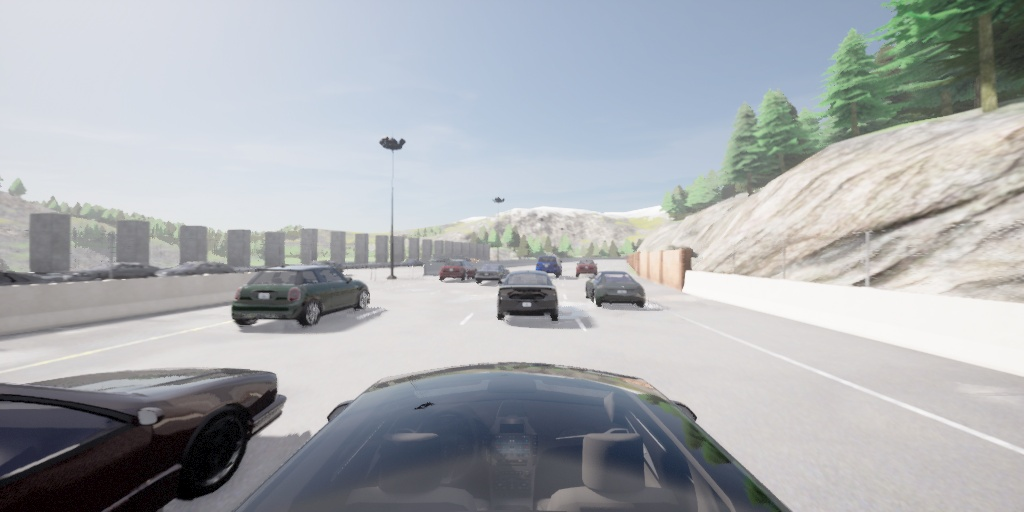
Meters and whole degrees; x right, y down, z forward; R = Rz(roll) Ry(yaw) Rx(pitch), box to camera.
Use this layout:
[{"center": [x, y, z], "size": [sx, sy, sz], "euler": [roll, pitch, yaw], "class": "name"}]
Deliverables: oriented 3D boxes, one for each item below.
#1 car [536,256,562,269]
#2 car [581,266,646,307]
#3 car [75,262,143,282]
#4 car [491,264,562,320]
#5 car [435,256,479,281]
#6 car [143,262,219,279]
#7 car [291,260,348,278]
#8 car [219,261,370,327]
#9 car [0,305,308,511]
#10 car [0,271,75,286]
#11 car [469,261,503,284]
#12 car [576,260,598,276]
[{"center": [3.602, 0.996, 34.594], "size": [2.150, 2.045, 5.566], "euler": [0, 0, 11], "class": "car"}, {"center": [4.345, 1.332, 15.628], "size": [1.994, 1.385, 4.181], "euler": [0, 0, 5], "class": "car"}, {"center": [-26.610, 1.184, 24.073], "size": [2.128, 1.511, 4.902], "euler": [0, 0, 7], "class": "car"}, {"center": [0.589, 1.234, 12.698], "size": [1.882, 1.535, 5.008], "euler": [0, 0, 4], "class": "car"}, {"center": [-4.367, 1.104, 29.855], "size": [2.097, 1.767, 4.553], "euler": [0, 0, 9], "class": "car"}, {"center": [-22.837, 1.195, 26.000], "size": [2.128, 1.511, 4.902], "euler": [0, 0, 8], "class": "car"}, {"center": [-18.064, 1.211, 33.958], "size": [2.128, 1.511, 4.902], "euler": [0, 0, 10], "class": "car"}, {"center": [-6.481, 1.090, 11.659], "size": [2.097, 1.767, 4.553], "euler": [0, 0, 3], "class": "car"}, {"center": [-3.372, 1.289, 1.395], "size": [2.033, 1.411, 5.357], "euler": [0, 0, 0], "class": "car"}, {"center": [-17.284, 1.214, 10.854], "size": [1.837, 1.490, 4.892], "euler": [0, 0, 3], "class": "car"}, {"center": [-1.357, 1.306, 26.920], "size": [2.033, 1.411, 5.357], "euler": [0, 0, 9], "class": "car"}, {"center": [7.710, 1.138, 36.876], "size": [2.097, 1.767, 4.553], "euler": [0, 0, 12], "class": "car"}]
